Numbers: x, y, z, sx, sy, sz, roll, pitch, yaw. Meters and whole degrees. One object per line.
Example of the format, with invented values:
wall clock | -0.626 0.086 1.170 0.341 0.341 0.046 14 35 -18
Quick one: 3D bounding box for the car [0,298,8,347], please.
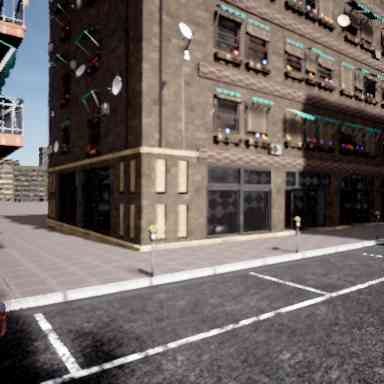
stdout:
car | -4.459 1.541 3.378 4.507 1.381 1.887 0 0 -36
